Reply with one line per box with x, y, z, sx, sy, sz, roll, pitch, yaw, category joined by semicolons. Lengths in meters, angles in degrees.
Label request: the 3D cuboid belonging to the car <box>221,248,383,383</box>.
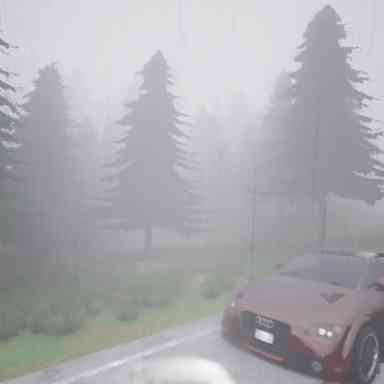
2.448;1.688;5.581;4.181;1.385;1.994;1;-2;-40;car
